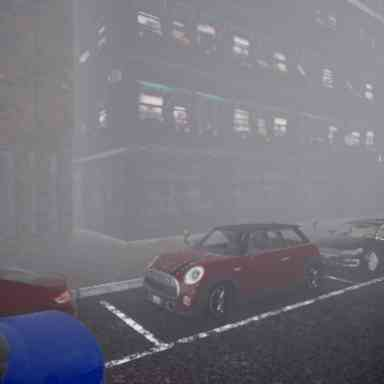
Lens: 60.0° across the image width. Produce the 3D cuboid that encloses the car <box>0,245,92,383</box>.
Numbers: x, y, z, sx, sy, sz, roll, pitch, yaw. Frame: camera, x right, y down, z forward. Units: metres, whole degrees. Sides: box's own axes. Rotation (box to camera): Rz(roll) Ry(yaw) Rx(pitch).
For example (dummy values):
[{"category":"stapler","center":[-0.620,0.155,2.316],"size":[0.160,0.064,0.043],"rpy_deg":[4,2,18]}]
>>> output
[{"category":"car","center":[-3.585,1.582,3.973],"size":[4.206,1.307,1.802],"rpy_deg":[0,-1,-36]}]

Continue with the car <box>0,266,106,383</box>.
[{"category":"car","center":[-2.834,1.478,1.356],"size":[5.008,1.535,1.882],"rpy_deg":[0,0,-36]}]

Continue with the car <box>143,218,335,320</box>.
[{"category":"car","center":[0.973,1.438,7.229],"size":[4.097,1.590,1.967],"rpy_deg":[0,-1,-36]}]

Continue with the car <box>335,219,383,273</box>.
[{"category":"car","center":[5.534,1.546,10.482],"size":[4.403,1.369,2.008],"rpy_deg":[0,-1,-36]}]
